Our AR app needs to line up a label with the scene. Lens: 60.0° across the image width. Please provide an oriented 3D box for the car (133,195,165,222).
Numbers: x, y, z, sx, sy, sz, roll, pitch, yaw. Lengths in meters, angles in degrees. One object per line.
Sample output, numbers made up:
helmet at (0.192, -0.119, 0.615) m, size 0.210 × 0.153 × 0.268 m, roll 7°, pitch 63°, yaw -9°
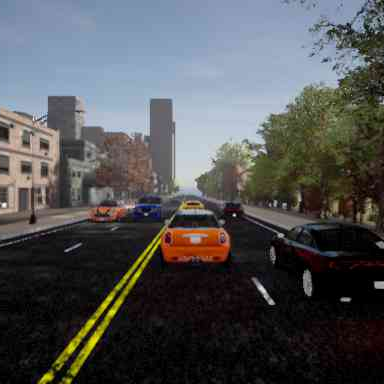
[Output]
car at (-3.351, 1.298, 27.112) m, size 2.150 × 2.045 × 5.566 m, roll 0°, pitch 0°, yaw 0°

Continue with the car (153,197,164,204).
car at (-6.789, 1.709, 68.030) m, size 1.812 × 1.442 × 4.674 m, roll 0°, pitch 0°, yaw -1°

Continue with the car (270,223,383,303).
car at (3.349, 1.501, 8.357) m, size 1.882 × 1.535 × 5.008 m, roll 0°, pitch 0°, yaw 0°

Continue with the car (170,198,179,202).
car at (-3.538, 1.780, 68.052) m, size 1.895 × 1.301 × 4.718 m, roll 0°, pitch 0°, yaw -1°

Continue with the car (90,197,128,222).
car at (-6.599, 1.426, 26.647) m, size 2.097 × 1.767 × 4.553 m, roll 0°, pitch 0°, yaw 0°

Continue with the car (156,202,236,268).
car at (0.099, 1.385, 11.586) m, size 2.097 × 1.767 × 4.553 m, roll 0°, pitch 0°, yaw 0°

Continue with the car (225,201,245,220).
car at (3.347, 1.584, 28.683) m, size 1.837 × 1.490 × 4.892 m, roll 0°, pitch 0°, yaw 0°
